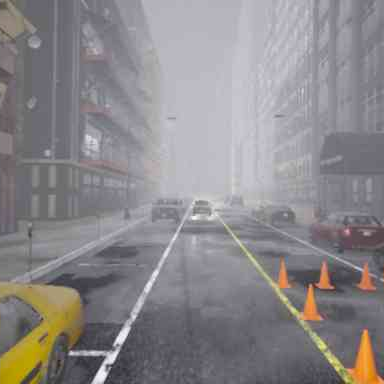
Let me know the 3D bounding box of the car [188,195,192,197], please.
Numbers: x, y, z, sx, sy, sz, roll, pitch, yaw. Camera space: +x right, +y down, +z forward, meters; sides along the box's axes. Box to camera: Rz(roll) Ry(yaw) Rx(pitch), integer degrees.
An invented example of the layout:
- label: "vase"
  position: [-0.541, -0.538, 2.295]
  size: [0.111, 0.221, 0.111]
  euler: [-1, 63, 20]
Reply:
- label: "car"
  position: [-1.397, 1.549, 47.914]
  size: [1.947, 1.339, 4.313]
  euler: [2, 0, 1]

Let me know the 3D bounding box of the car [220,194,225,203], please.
- label: "car"
  position: [7.327, 1.395, 64.695]
  size: [2.192, 1.841, 5.009]
  euler: [2, 0, 1]

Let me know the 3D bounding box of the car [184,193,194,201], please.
- label: "car"
  position: [-0.712, 1.289, 81.815]
  size: [2.192, 1.841, 5.009]
  euler: [2, 0, 1]

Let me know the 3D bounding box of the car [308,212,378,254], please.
- label: "car"
  position: [6.307, 1.518, 13.841]
  size: [1.967, 1.590, 4.097]
  euler: [2, 0, 1]

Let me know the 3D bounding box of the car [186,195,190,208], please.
- label: "car"
  position: [-1.619, 1.422, 36.612]
  size: [1.967, 1.590, 4.097]
  euler: [2, 0, 1]

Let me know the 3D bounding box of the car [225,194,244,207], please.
- label: "car"
  position: [7.101, 1.397, 53.395]
  size: [2.192, 1.841, 5.009]
  euler: [2, 0, 1]

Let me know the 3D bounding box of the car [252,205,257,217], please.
- label: "car"
  position: [6.647, 1.606, 30.964]
  size: [1.752, 1.417, 4.829]
  euler: [2, 0, 1]

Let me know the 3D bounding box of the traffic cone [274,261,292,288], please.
- label: "traffic cone"
  position: [2.207, 1.984, 8.079]
  size: [0.340, 0.580, 0.340]
  euler: [1, 0, 1]

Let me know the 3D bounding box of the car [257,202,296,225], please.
- label: "car"
  position: [6.530, 1.646, 25.144]
  size: [1.947, 1.339, 4.313]
  euler: [2, 0, 1]

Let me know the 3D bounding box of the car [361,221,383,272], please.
- label: "car"
  position: [6.190, 1.658, 8.192]
  size: [1.802, 1.307, 4.206]
  euler: [2, 0, 1]

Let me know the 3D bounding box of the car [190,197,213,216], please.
- label: "car"
  position: [0.978, 1.518, 32.716]
  size: [1.837, 1.490, 4.892]
  euler: [1, 0, 1]

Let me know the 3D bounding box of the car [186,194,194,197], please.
- label: "car"
  position: [-1.170, 1.526, 59.215]
  size: [1.887, 1.381, 4.507]
  euler: [2, 0, 1]

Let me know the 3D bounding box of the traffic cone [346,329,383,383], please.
- label: "traffic cone"
  position: [2.128, 1.982, 4.081]
  size: [0.340, 0.580, 0.340]
  euler: [1, 0, 1]

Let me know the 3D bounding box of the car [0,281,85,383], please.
- label: "car"
  position: [-2.302, 1.499, 2.541]
  size: [1.752, 1.417, 4.829]
  euler: [2, 0, 1]

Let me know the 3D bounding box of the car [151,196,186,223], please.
- label: "car"
  position: [-1.841, 1.296, 25.313]
  size: [2.192, 1.841, 5.009]
  euler: [2, 0, 1]

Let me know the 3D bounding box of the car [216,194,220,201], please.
- label: "car"
  position: [7.775, 1.511, 87.295]
  size: [1.967, 1.590, 4.097]
  euler: [2, 0, 1]

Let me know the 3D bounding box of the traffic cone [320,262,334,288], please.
- label: "traffic cone"
  position: [3.207, 1.996, 8.060]
  size: [0.340, 0.580, 0.340]
  euler: [1, 0, 1]

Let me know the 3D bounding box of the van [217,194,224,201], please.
- label: "van"
  position: [7.891, 1.409, 92.947]
  size: [1.690, 1.788, 3.998]
  euler: [2, 0, 1]

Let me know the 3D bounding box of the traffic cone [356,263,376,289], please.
- label: "traffic cone"
  position: [4.207, 2.008, 8.040]
  size: [0.340, 0.580, 0.340]
  euler: [1, 0, 1]

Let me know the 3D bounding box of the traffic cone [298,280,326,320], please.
- label: "traffic cone"
  position: [2.167, 1.983, 6.080]
  size: [0.340, 0.580, 0.340]
  euler: [1, 0, 1]
